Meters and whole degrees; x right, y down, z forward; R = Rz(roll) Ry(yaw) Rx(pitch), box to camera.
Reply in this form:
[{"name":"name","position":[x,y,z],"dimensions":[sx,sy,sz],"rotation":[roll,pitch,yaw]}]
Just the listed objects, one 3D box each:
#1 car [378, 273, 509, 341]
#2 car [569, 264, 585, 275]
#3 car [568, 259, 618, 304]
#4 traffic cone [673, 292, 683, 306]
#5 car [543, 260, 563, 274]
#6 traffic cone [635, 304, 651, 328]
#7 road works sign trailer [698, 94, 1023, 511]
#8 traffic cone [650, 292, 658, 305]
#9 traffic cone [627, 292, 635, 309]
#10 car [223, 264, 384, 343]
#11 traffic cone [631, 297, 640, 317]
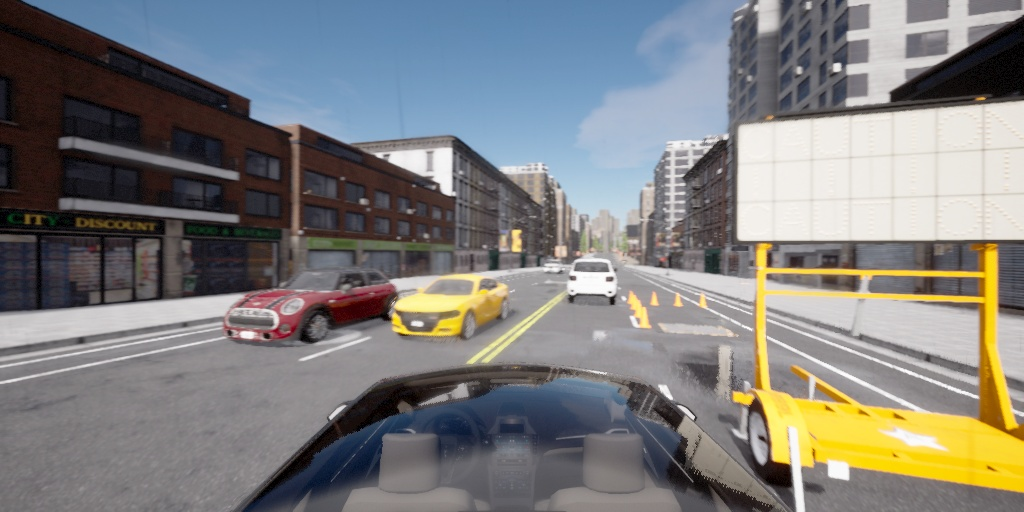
[{"name":"car","position":[-1.488,1.284,10.476],"dimensions":[1.882,1.535,5.008],"rotation":[1,-1,15]},{"name":"car","position":[9.398,1.885,51.646],"dimensions":[1.812,1.442,4.674],"rotation":[1,-1,15]},{"name":"car","position":[4.100,1.171,18.121],"dimensions":[2.150,2.045,5.566],"rotation":[1,0,15]},{"name":"traffic cone","position":[7.462,1.929,16.131],"dimensions":[0.340,0.580,0.340],"rotation":[0,0,15]},{"name":"car","position":[5.923,1.528,51.197],"dimensions":[2.150,2.045,5.566],"rotation":[1,-1,15]},{"name":"traffic cone","position":[3.996,1.837,10.841],"dimensions":[0.340,0.580,0.340],"rotation":[0,0,15]},{"name":"road works sign trailer","position":[3.571,0.279,3.735],"dimensions":[2.380,3.560,2.880],"rotation":[0,0,17]},{"name":"traffic cone","position":[6.495,1.919,16.386],"dimensions":[0.340,0.580,0.340],"rotation":[0,0,15]},{"name":"traffic cone","position":[5.018,1.885,14.708],"dimensions":[0.340,0.580,0.340],"rotation":[0,0,15]},{"name":"car","position":[-5.034,1.106,9.775],"dimensions":[2.097,1.767,4.553],"rotation":[1,-1,15]},{"name":"traffic cone","position":[4.507,1.861,12.775],"dimensions":[0.340,0.580,0.340],"rotation":[0,0,15]}]
